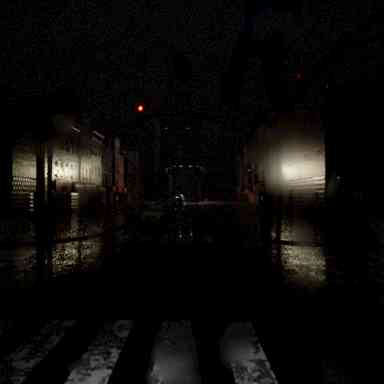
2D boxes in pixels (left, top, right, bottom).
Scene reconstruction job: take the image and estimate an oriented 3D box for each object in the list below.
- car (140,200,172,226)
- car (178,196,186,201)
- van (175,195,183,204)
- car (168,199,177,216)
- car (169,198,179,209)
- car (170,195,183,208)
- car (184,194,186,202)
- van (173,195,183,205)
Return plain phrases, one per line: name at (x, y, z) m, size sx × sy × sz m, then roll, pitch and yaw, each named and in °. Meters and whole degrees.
car at (-2.645, 1.542, 23.876) m, size 1.752 × 1.417 × 4.829 m, roll 0°, pitch 0°, yaw 0°
car at (-2.676, 1.765, 91.311) m, size 1.947 × 1.339 × 4.313 m, roll 0°, pitch 0°, yaw 0°
van at (-2.664, 1.463, 68.889) m, size 1.690 × 1.788 × 3.998 m, roll 0°, pitch 0°, yaw 0°
car at (-2.647, 1.570, 29.651) m, size 1.887 × 1.381 × 4.507 m, roll 0°, pitch 0°, yaw 0°
car at (-2.650, 1.617, 35.256) m, size 1.802 × 1.307 × 4.206 m, roll 0°, pitch 0°, yaw 0°
car at (-2.655, 1.500, 46.467) m, size 1.967 × 1.590 × 4.097 m, roll 0°, pitch 0°, yaw 0°
car at (-2.659, 1.404, 57.678) m, size 2.192 × 1.841 × 5.009 m, roll 0°, pitch 0°, yaw 0°
van at (-2.662, 1.446, 63.284) m, size 1.690 × 1.788 × 3.998 m, roll 0°, pitch 0°, yaw 0°
